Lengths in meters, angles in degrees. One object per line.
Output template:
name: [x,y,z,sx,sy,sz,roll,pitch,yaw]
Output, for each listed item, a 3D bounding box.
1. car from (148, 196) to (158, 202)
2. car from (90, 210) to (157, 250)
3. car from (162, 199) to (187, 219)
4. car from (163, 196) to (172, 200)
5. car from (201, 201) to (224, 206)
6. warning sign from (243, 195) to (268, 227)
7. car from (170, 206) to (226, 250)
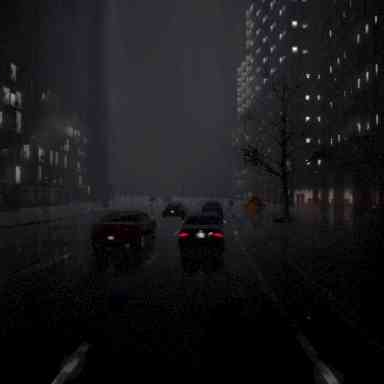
car: [-8.825,1.582,75.252,1.994,1.385,4.181,0,0,-6]
car: [-2.762,1.495,14.447,1.882,1.535,5.008,0,0,4]
car: [-1.443,1.593,29.370,1.994,1.385,4.181,0,0,4]
car: [-5.603,1.559,75.683,2.128,1.511,4.902,0,0,-6]
car: [1.797,1.501,29.116,1.882,1.535,5.008,0,0,4]
warning sign: [3.776,1.118,19.944,1.300,1.860,1.060,-1,-1,5]
car: [0.482,1.569,14.232,2.033,1.411,5.357,0,0,4]
